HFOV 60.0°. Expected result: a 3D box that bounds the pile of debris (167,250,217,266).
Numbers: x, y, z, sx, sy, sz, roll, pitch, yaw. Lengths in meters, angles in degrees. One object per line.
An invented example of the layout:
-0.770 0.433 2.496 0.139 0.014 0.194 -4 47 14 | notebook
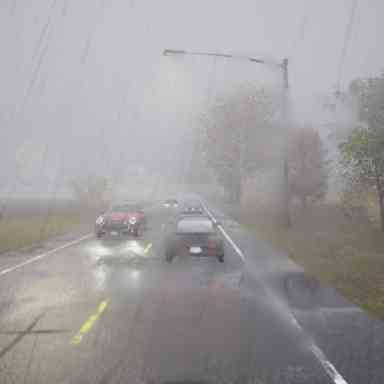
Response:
-0.001 2.161 10.998 1.500 0.140 1.860 0 0 0 | pile of debris

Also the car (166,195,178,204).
-3.555 1.343 58.700 1.882 1.535 5.008 0 0 1 | car

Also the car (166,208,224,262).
0.095 1.508 11.935 1.812 1.442 4.674 0 0 0 | car

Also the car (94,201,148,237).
-3.601 1.325 17.643 2.097 1.767 4.553 0 0 0 | car

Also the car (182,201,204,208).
0.096 1.493 30.142 2.033 1.411 5.357 0 0 0 | car
